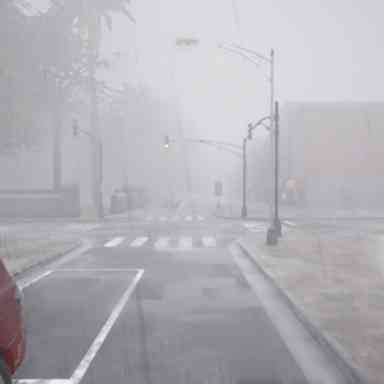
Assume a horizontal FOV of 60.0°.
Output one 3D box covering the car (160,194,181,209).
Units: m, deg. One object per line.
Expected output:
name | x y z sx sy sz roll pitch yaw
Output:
car | -2.673 1.189 39.538 1.967 1.590 4.097 0 0 0

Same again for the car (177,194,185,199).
car | -2.711 1.162 85.048 1.887 1.381 4.507 0 0 0

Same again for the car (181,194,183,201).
car | -2.677 1.164 45.226 1.967 1.590 4.097 0 0 0

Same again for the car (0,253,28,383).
car | -2.640 1.303 1.389 2.192 1.841 5.009 0 0 0

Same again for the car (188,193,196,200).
car | -0.058 0.992 74.069 1.812 1.442 4.674 0 0 0

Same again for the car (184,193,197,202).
car | -0.051 1.185 64.066 1.812 1.442 4.674 0 0 0
